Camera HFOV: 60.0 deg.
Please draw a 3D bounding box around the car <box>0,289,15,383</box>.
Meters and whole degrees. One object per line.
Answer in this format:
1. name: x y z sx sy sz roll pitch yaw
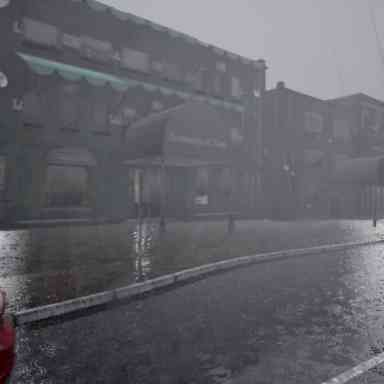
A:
1. car: -4.046 1.452 2.272 5.008 1.535 1.882 1 0 -41
